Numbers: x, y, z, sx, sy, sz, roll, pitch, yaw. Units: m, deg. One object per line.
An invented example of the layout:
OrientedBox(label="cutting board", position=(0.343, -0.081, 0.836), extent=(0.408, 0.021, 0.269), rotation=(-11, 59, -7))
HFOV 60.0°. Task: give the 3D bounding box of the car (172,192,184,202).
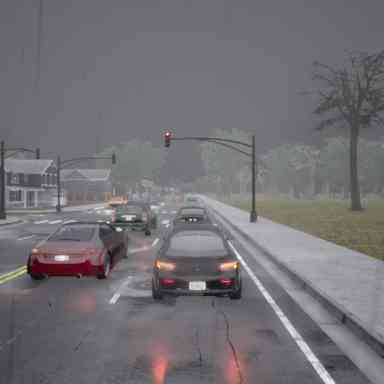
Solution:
OrientedBox(label="car", position=(-3.266, 1.311, 75.006), extent=(2.097, 1.767, 4.553), rotation=(0, 0, 0))

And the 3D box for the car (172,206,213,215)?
OrientedBox(label="car", position=(0.031, 1.504, 17.424), extent=(1.837, 1.490, 4.892), rotation=(0, 0, 1))

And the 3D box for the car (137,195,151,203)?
OrientedBox(label="car", position=(-9.766, 1.461, 68.315), extent=(2.128, 1.511, 4.902), rotation=(0, 0, 0))

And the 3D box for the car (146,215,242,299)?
OrientedBox(label="car", position=(0.099, 1.525, 8.295), extent=(1.812, 1.442, 4.674), rotation=(0, 0, 0))

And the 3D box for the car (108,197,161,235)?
OrientedBox(label="car", position=(-3.164, 1.351, 18.656), extent=(2.097, 1.767, 4.553), rotation=(0, 0, 0))

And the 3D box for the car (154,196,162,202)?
OrientedBox(label="car", position=(-6.601, 1.470, 54.788), extent=(2.128, 1.511, 4.902), rotation=(0, 0, 0))

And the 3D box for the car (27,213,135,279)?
OrientedBox(label="car", position=(-3.149, 1.564, 10.016), extent=(1.994, 1.385, 4.181), rotation=(0, 0, 0))

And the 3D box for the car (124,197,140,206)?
OrientedBox(label="car", position=(-9.850, 1.544, 54.749), extent=(1.994, 1.385, 4.181), rotation=(0, 0, 0))

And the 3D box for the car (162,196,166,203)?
OrientedBox(label="car", position=(-6.522, 1.532, 68.407), extent=(1.994, 1.385, 4.181), rotation=(0, 0, 0))

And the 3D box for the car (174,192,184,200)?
OrientedBox(label="car", position=(-3.268, 1.029, 85.070), extent=(2.150, 2.045, 5.566), rotation=(0, 0, 0))

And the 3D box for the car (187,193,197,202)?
OrientedBox(label="car", position=(-0.016, 1.508, 75.036), extent=(1.994, 1.385, 4.181), rotation=(0, 0, 0))

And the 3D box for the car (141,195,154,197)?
OrientedBox(label="car", position=(-6.604, 1.494, 44.413), extent=(1.837, 1.490, 4.892), rotation=(0, 0, 0))

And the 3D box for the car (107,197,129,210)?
OrientedBox(label="car", position=(-9.860, 1.467, 44.455), extent=(1.882, 1.535, 5.008), rotation=(0, 0, -1))
